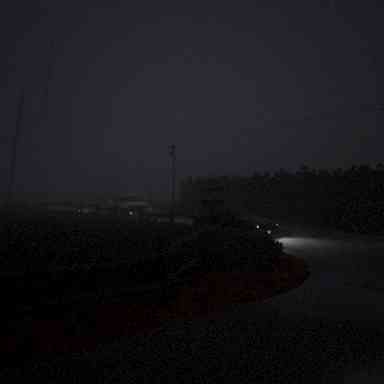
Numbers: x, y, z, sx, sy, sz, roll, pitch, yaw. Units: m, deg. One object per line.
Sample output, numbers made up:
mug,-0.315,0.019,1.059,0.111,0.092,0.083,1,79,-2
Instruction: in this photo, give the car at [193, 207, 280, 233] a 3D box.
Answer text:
car,2.215,1.561,18.270,2.033,1.411,5.357,0,0,-36

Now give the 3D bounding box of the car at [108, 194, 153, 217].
car,-5.551,1.236,29.216,2.150,2.045,5.566,0,0,-35

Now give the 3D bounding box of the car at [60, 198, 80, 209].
car,-16.161,1.508,44.279,2.128,1.511,4.902,0,0,-35
